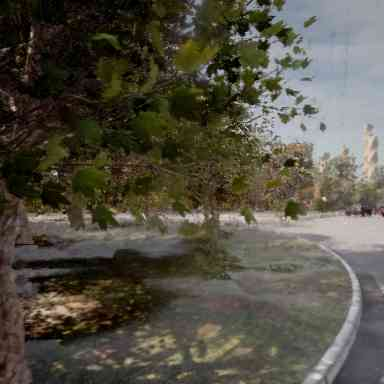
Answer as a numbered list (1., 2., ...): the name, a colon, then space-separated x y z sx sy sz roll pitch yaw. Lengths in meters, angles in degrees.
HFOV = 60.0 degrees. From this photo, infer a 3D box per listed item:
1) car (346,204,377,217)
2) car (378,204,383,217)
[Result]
1. car: 19.587 2.130 38.834 2.033 1.411 5.357 -1 -2 41
2. car: 23.116 2.203 37.925 1.895 1.301 4.718 -1 -3 41
